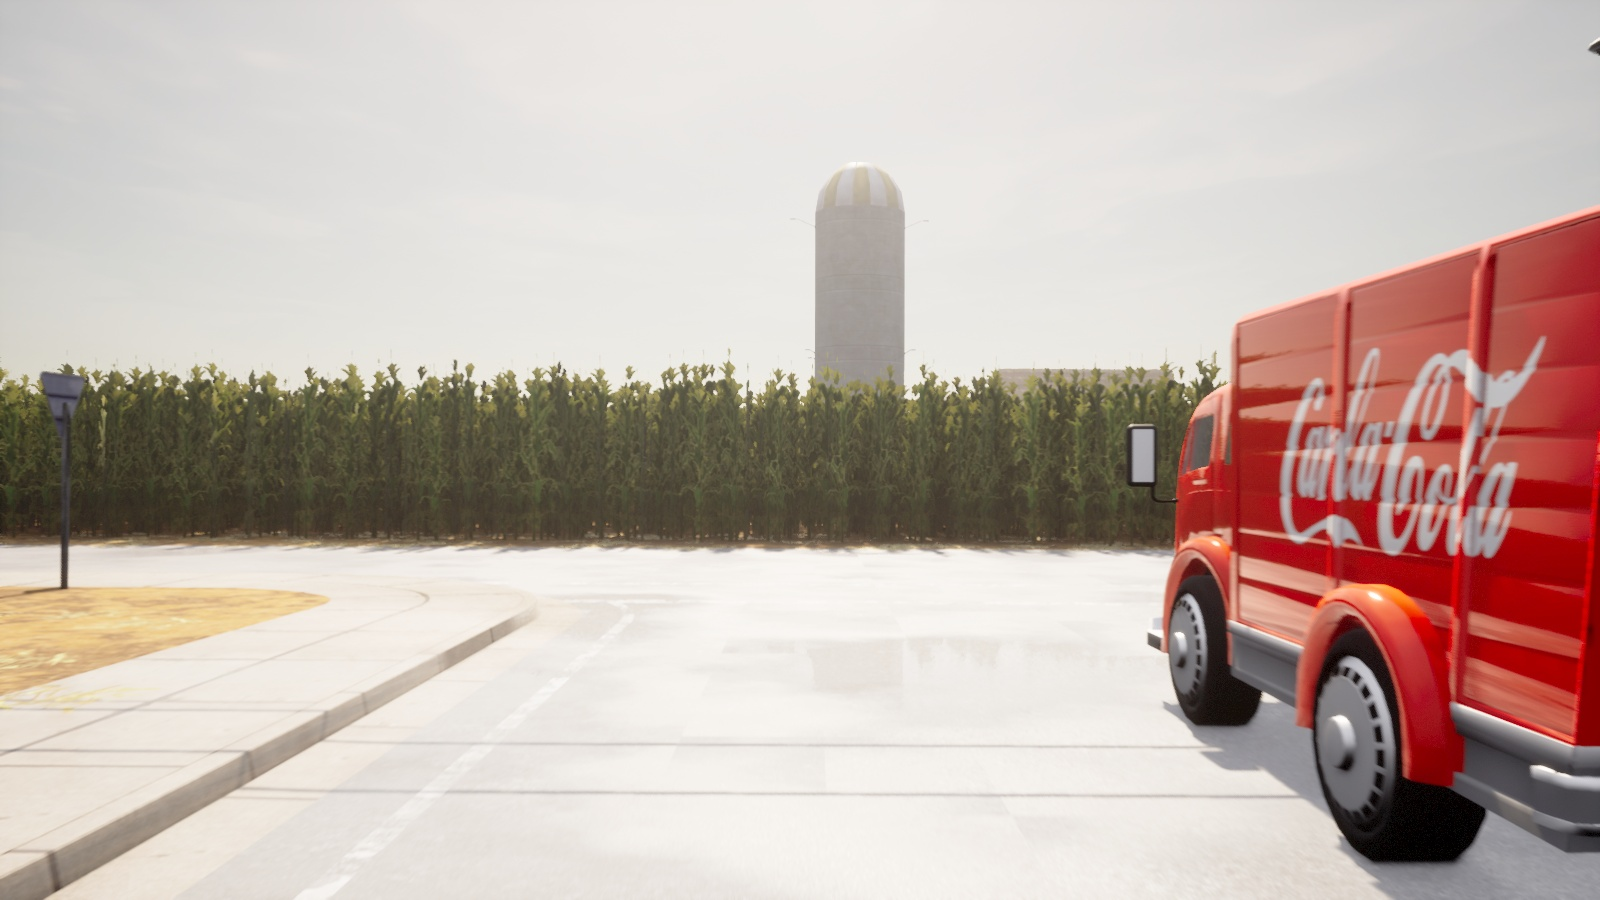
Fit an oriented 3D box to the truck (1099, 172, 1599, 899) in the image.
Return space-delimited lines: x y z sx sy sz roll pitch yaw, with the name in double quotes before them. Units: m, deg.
"truck" 3.482 0.422 6.421 2.627 2.467 5.204 0 -1 0
